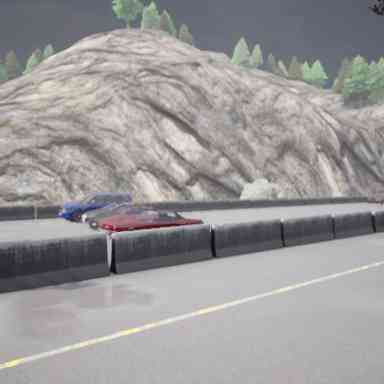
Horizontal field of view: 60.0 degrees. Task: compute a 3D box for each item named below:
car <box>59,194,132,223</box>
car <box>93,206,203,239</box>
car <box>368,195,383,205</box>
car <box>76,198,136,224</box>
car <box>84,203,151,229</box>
[{"bbox_3d":[-6.935,1.152,24.841,5.566,2.045,2.150,-1,0,-35],"label":"car"},{"bbox_3d":[-1.858,1.541,15.566,4.718,1.301,1.895,-1,0,-35],"label":"car"},{"bbox_3d":[28.047,1.185,49.670,4.181,1.385,1.994,-1,0,-35],"label":"car"},{"bbox_3d":[-4.738,1.420,22.108,4.902,1.511,2.128,-1,0,-35],"label":"car"},{"bbox_3d":[-3.513,1.500,18.683,4.181,1.385,1.994,-1,0,-35],"label":"car"}]
